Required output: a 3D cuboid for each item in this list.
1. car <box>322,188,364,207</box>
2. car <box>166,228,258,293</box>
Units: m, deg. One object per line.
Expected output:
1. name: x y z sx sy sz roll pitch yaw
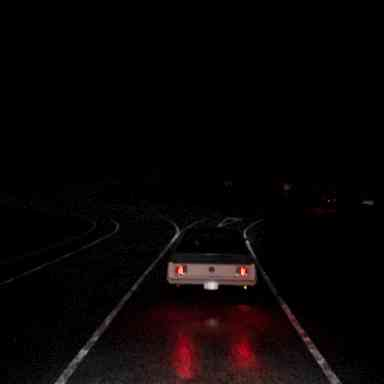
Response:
1. car: 13.362 0.397 29.432 4.674 1.442 1.812 -5 8 -37
2. car: 0.542 1.608 8.935 1.895 1.301 4.718 0 0 4
